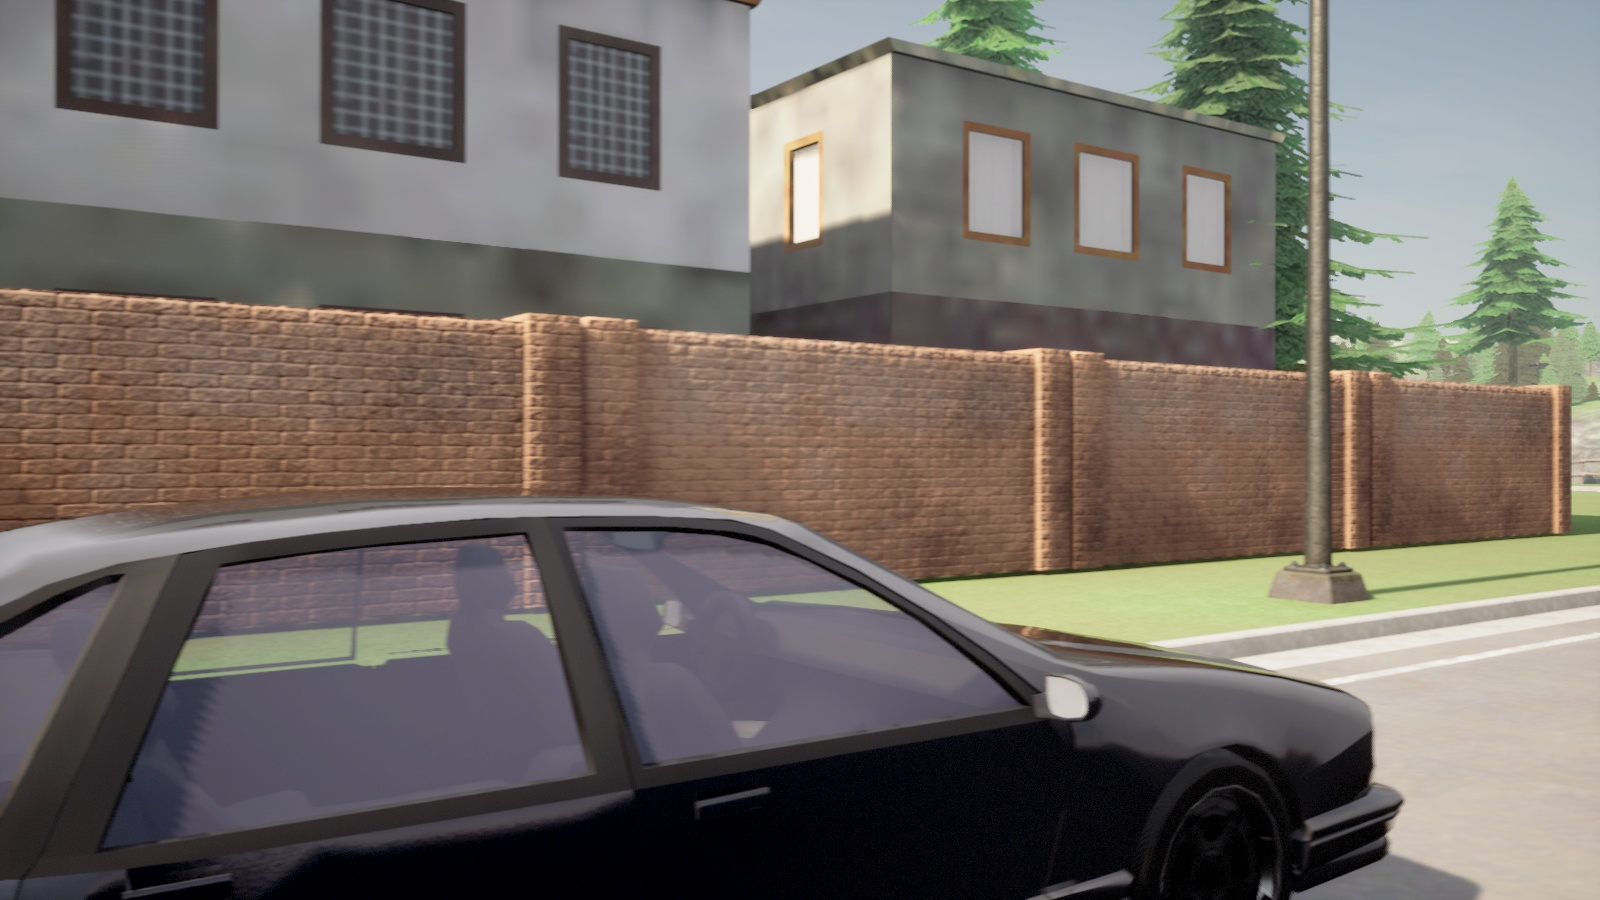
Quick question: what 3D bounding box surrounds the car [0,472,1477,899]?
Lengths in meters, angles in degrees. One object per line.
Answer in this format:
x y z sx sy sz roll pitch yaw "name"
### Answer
-0.692 0.802 3.177 5.357 1.411 2.033 0 0 -35 "car"
